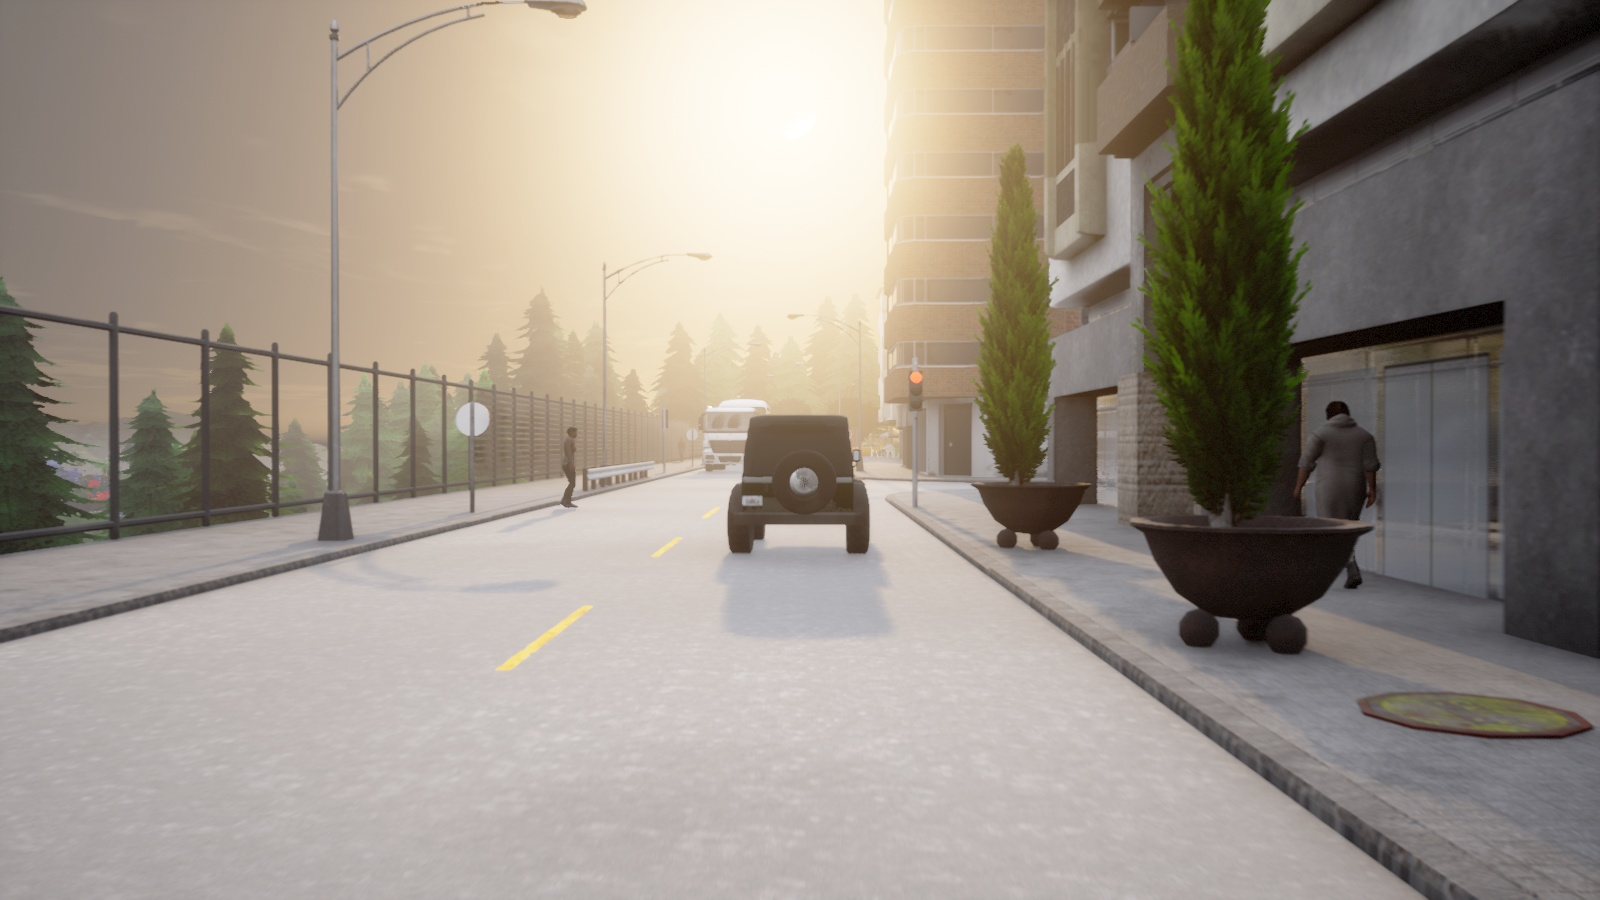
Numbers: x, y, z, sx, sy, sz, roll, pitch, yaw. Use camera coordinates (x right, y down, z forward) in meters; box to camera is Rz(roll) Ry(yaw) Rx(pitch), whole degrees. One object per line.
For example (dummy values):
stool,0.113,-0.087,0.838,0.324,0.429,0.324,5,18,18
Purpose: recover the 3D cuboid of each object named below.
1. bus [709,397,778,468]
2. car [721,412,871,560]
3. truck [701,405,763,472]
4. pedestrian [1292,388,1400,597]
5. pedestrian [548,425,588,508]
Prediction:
bus,-3.511,-1.089,81.016,3.944,4.253,10.273,0,0,0
car,0.032,0.442,17.835,1.905,1.878,3.866,0,0,2
truck,-3.586,-0.624,68.406,2.891,3.462,7.936,0,0,0
pedestrian,5.263,0.392,12.147,0.659,1.952,0.873,0,0,0
pedestrian,-5.126,0.362,27.741,0.869,1.805,0.328,0,0,-14
